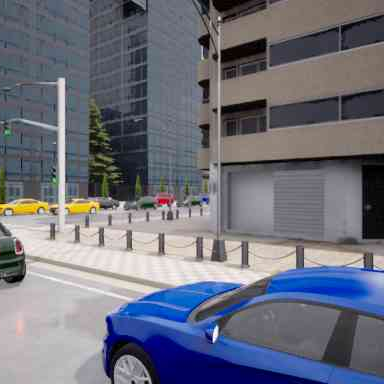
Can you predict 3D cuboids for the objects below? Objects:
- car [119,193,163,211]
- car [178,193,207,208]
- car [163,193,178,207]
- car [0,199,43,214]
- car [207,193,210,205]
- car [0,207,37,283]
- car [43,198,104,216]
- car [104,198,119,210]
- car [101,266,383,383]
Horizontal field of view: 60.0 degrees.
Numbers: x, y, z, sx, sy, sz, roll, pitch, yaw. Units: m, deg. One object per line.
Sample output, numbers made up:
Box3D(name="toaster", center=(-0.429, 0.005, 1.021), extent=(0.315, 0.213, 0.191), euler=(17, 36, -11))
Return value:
Box3D(name="car", center=(-6.110, 1.300, 40.091), extent=(2.097, 1.767, 4.553), euler=(0, 0, 36))
Box3D(name="car", center=(-0.299, 1.300, 48.097), extent=(2.097, 1.767, 4.553), euler=(0, 0, 36))
Box3D(name="car", center=(-4.907, 1.169, 47.715), extent=(2.150, 2.045, 5.566), euler=(0, 0, 35))
Box3D(name="car", center=(-16.339, 1.425, 31.947), extent=(1.882, 1.535, 5.008), euler=(0, 0, 36))
Box3D(name="car", center=(1.120, 1.169, 55.981), extent=(2.150, 2.045, 5.566), euler=(0, 0, 36))
Box3D(name="car", center=(-6.238, 1.353, 8.440), extent=(4.553, 1.767, 2.097), euler=(0, 0, 36))
Box3D(name="car", center=(-11.483, 1.425, 32.674), extent=(1.882, 1.535, 5.008), euler=(0, 0, 36))
Box3D(name="car", center=(-10.822, 1.439, 39.553), extent=(2.128, 1.511, 4.902), euler=(0, 0, 36))
Box3D(name="car", center=(1.256, 1.478, 3.096), extent=(5.008, 1.535, 1.882), euler=(0, 0, 36))
